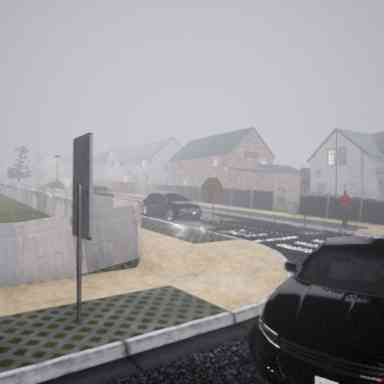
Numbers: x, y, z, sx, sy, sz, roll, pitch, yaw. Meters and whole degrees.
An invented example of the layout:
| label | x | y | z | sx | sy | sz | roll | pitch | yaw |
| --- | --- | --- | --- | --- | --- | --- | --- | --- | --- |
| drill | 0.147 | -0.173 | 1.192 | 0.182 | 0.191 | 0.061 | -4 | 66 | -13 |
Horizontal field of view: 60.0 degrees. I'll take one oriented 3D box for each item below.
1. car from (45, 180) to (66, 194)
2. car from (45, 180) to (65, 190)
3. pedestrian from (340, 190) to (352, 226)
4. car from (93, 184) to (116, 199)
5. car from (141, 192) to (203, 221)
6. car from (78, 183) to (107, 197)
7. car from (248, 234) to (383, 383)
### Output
| label | x | y | z | sx | sy | sz | roll | pitch | yaw |
| --- | --- | --- | --- | --- | --- | --- | --- | --- | --- |
| car | -17.365 | -0.551 | 42.164 | 1.837 | 1.490 | 4.892 | 1 | 2 | -35 |
| car | -22.375 | -1.130 | 54.193 | 1.837 | 1.490 | 4.892 | 1 | 2 | -37 |
| pedestrian | 7.760 | 0.803 | 16.907 | 0.375 | 1.860 | 0.375 | 4 | -2 | -35 |
| car | -8.256 | 0.193 | 29.289 | 1.837 | 1.490 | 4.892 | 1 | 3 | -35 |
| car | -1.283 | 0.768 | 19.496 | 1.837 | 1.490 | 4.892 | 1 | 2 | -35 |
| car | -11.905 | -0.254 | 39.488 | 1.812 | 1.442 | 4.674 | 1 | 2 | -35 |
| car | 2.643 | 1.497 | 5.080 | 1.882 | 1.535 | 5.008 | 3 | 1 | 34 |
